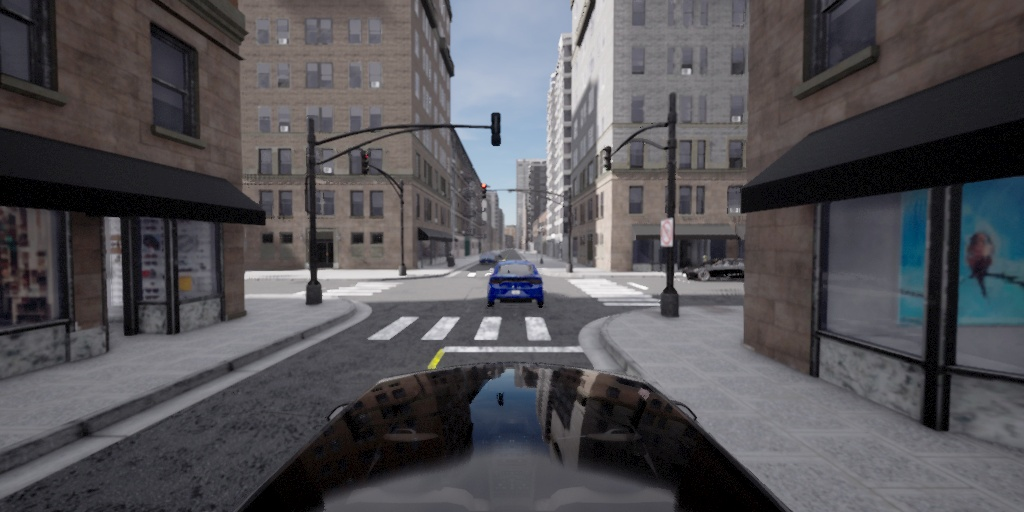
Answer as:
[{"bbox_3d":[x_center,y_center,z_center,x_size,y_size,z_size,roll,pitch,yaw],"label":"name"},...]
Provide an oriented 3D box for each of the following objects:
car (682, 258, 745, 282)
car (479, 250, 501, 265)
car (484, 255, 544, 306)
[{"bbox_3d":[12.435,0.778,21.326,4.313,1.339,1.948,0,0,0],"label":"car"},{"bbox_3d":[-2.706,0.212,41.442,2.033,1.411,5.357,0,2,0],"label":"car"},{"bbox_3d":[0.136,0.902,13.643,1.882,1.535,5.008,0,2,0],"label":"car"}]
